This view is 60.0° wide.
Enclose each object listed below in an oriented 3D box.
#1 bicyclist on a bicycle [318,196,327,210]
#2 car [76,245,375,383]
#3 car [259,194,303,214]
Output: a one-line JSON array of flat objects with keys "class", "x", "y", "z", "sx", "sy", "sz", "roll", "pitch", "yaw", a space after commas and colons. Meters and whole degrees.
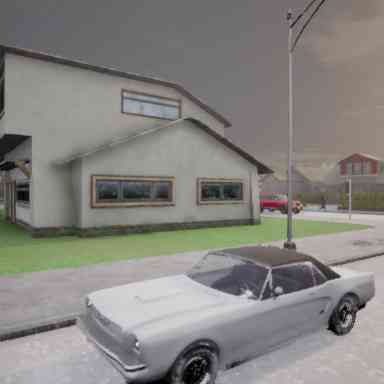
[{"class": "bicyclist on a bicycle", "x": 15.828, "y": 1.349, "z": 40.329, "sx": 1.656, "sy": 1.620, "sz": 0.582, "roll": 0, "pitch": 0, "yaw": -35}, {"class": "car", "x": 0.781, "y": 1.601, "z": 5.157, "sx": 4.718, "sy": 1.301, "sz": 1.895, "roll": 0, "pitch": 0, "yaw": -35}, {"class": "car", "x": 9.038, "y": 1.222, "z": 35.391, "sx": 2.150, "sy": 2.045, "sz": 5.566, "roll": 0, "pitch": 0, "yaw": -35}]
